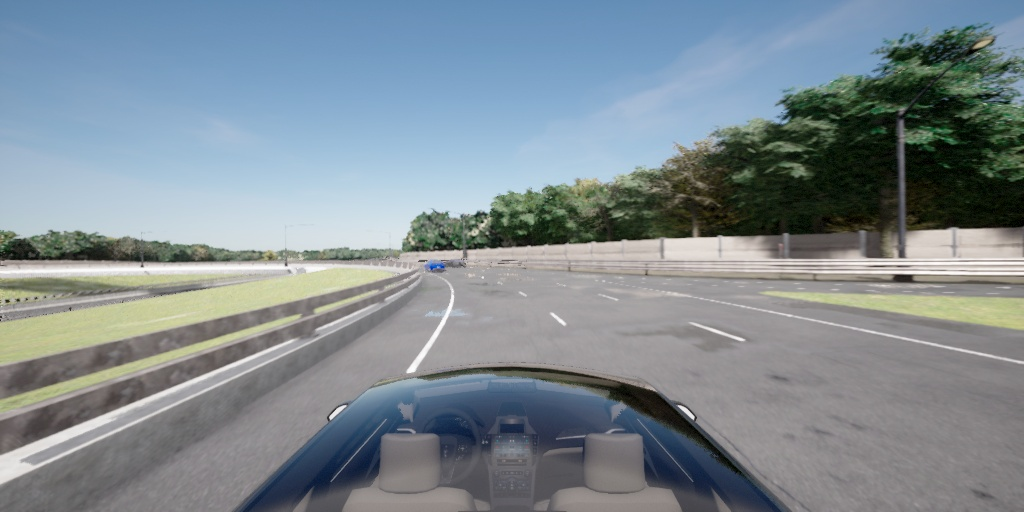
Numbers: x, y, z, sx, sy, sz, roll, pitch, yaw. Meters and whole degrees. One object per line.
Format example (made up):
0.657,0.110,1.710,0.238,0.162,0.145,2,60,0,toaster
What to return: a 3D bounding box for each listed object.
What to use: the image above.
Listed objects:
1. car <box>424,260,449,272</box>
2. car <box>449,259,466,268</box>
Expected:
-10.183,1.227,46.796,1.882,1.535,5.008,-1,0,-25,car
-9.488,1.233,60.127,2.033,1.411,5.357,-1,0,-33,car
